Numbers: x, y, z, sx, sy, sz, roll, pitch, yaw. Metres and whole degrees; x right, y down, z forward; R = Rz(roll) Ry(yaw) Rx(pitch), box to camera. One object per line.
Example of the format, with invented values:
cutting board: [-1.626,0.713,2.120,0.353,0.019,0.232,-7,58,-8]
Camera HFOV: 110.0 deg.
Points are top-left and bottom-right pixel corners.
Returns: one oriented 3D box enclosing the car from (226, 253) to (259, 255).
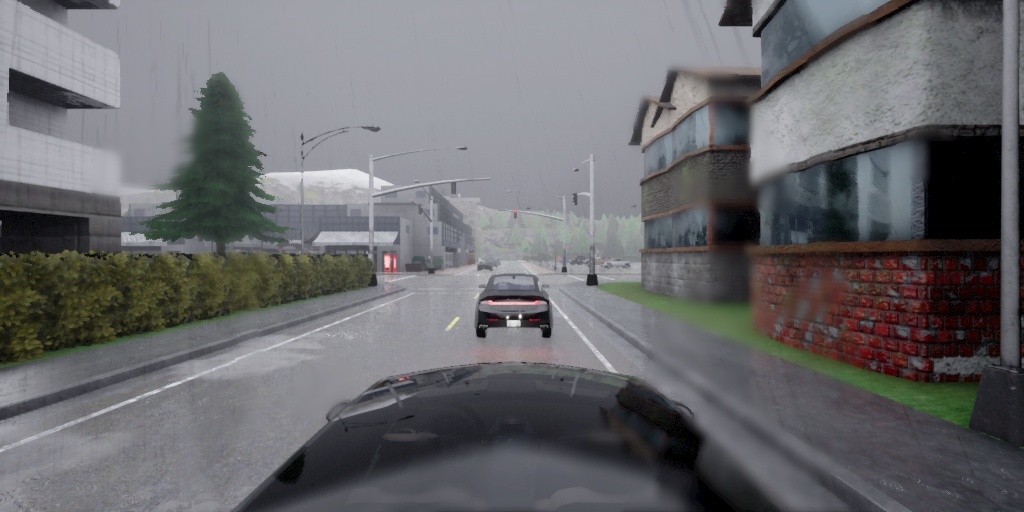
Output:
car: [-20.083,0.795,27.713,5.566,2.045,2.150,0,0,0]

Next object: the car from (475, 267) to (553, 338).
car: [0.056,1.242,10.165,2.128,1.511,4.902,0,0,0]

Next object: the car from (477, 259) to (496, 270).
car: [-3.590,1.351,48.251,1.895,1.301,4.718,0,0,0]

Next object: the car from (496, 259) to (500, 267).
car: [-3.561,1.314,62.468,1.994,1.385,4.181,0,0,0]
